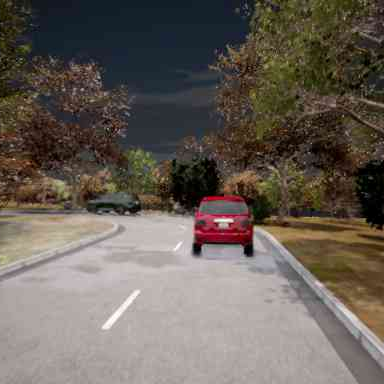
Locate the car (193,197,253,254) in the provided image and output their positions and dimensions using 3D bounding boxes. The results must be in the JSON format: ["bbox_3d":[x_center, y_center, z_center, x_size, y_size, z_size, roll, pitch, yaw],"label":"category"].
[{"bbox_3d":[1.233,1.204,13.756,2.150,2.045,5.566,0,0,4],"label":"car"}]

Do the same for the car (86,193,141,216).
[{"bbox_3d":[-7.524,1.147,32.034,5.566,2.045,2.150,0,-1,25],"label":"car"}]
